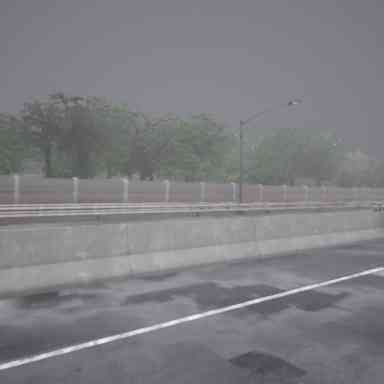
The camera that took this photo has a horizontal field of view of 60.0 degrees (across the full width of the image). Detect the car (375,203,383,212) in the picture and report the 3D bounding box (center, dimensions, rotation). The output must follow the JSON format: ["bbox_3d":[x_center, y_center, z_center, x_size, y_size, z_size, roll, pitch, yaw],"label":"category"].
[{"bbox_3d":[26.109,2.052,44.086,4.181,1.385,1.994,1,-1,-35],"label":"car"}]
